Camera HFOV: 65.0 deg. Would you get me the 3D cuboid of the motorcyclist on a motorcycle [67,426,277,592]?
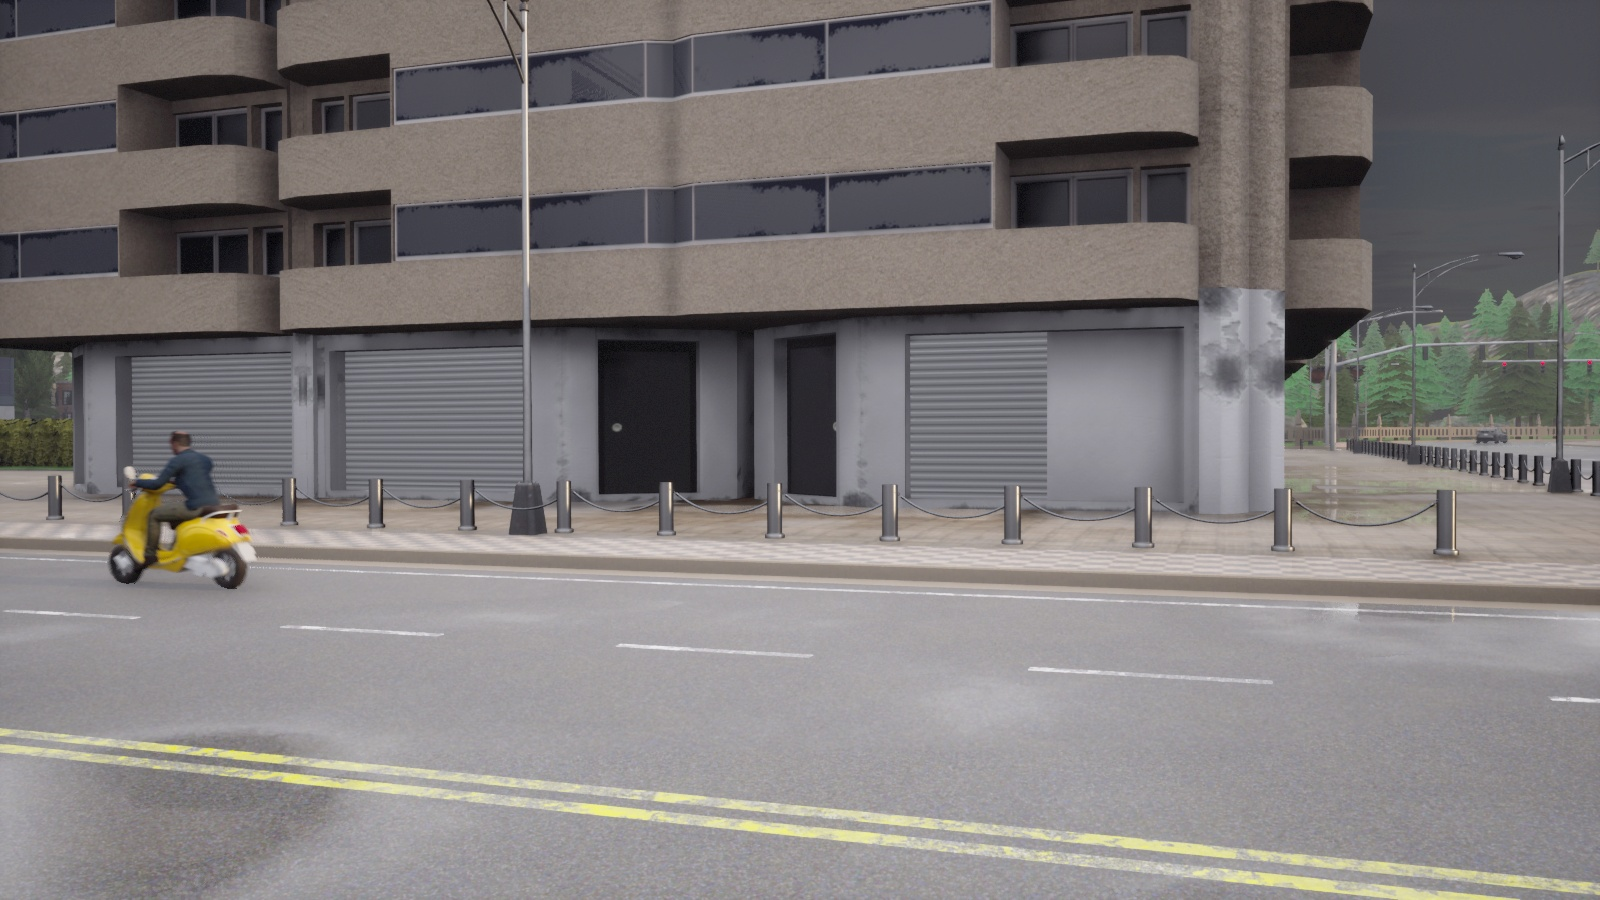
[{"bbox_3d":[-6.347,0.553,12.715,1.817,1.590,0.866,1,1,19],"label":"motorcyclist on a motorcycle"}]
